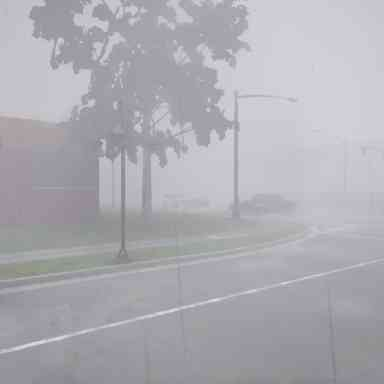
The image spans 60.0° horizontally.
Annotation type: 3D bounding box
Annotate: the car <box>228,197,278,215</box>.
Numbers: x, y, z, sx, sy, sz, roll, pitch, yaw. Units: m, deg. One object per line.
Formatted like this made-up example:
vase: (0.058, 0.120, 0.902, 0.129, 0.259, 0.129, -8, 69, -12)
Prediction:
car: (6.040, 1.547, 34.954, 2.033, 1.411, 5.357, 0, 0, -34)

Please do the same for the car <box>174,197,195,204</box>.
car: (-1.576, 1.601, 65.426, 1.895, 1.301, 4.718, 0, 0, -34)

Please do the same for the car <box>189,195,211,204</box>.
car: (1.608, 1.478, 66.962, 1.882, 1.535, 5.008, 0, 0, -34)

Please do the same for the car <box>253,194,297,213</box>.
car: (8.922, 1.221, 36.937, 2.150, 2.045, 5.566, 0, 0, -34)

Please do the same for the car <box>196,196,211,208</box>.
car: (0.904, 1.563, 49.016, 1.994, 1.385, 4.181, 0, 0, -34)

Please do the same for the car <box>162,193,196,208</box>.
car: (-2.274, 1.207, 47.476, 2.150, 2.045, 5.566, 0, 0, -34)
